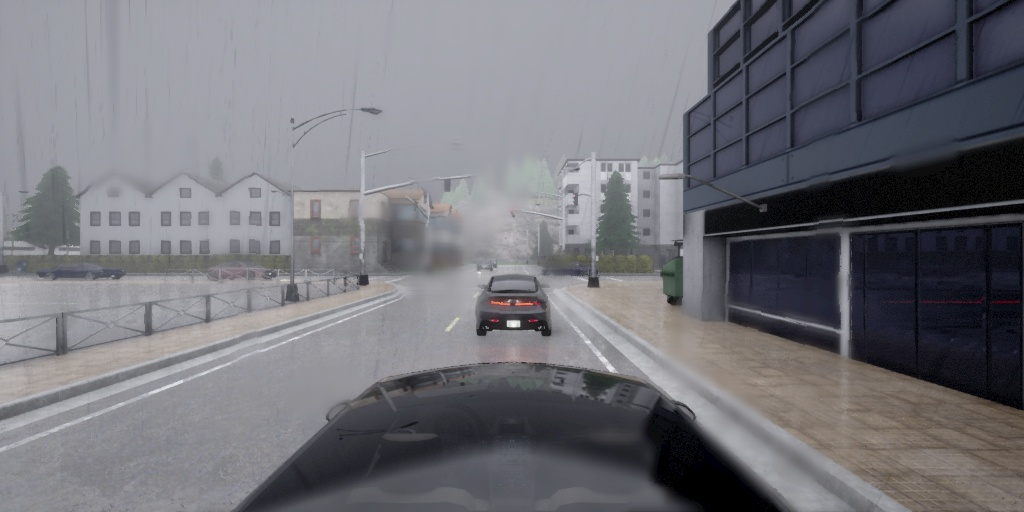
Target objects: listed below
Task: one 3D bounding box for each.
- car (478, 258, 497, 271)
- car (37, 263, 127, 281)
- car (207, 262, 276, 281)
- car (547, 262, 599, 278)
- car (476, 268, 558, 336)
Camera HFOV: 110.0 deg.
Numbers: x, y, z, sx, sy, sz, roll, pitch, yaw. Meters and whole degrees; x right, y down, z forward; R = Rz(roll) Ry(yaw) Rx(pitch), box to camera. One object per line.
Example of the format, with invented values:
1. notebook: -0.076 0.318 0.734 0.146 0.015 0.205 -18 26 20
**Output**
1. car: -3.509 1.241 48.334 2.128 1.511 4.902 0 0 0
2. car: -31.728 1.174 26.585 4.718 1.301 1.895 0 0 0
3. car: -19.885 1.138 26.526 4.181 1.385 1.994 0 0 0
4. car: 5.061 1.248 31.038 4.718 1.301 1.895 -3 -1 16
5. car: 0.069 1.255 10.365 1.837 1.490 4.892 0 0 1
